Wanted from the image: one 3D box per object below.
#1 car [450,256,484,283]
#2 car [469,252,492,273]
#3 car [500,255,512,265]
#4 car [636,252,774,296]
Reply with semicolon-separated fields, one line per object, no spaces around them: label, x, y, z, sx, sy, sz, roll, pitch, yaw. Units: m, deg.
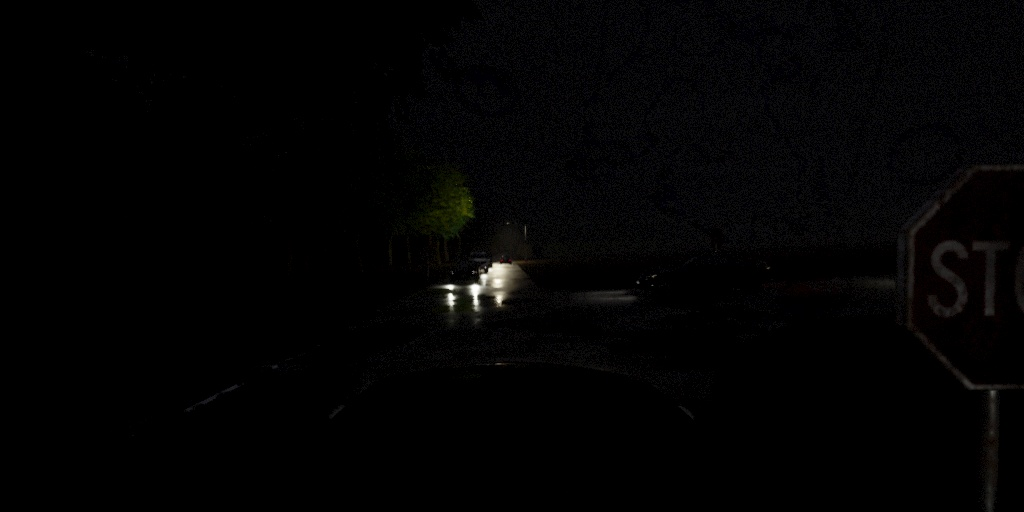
car;-3.256;0.989;25.608;1.882;1.535;5.008;-1;1;-2
car;-3.466;0.620;36.231;2.150;2.045;5.566;-1;1;-2
car;-0.997;0.702;57.030;2.033;1.411;5.357;-1;1;-1
car;7.172;0.616;13.612;4.674;1.442;1.812;-3;2;6
